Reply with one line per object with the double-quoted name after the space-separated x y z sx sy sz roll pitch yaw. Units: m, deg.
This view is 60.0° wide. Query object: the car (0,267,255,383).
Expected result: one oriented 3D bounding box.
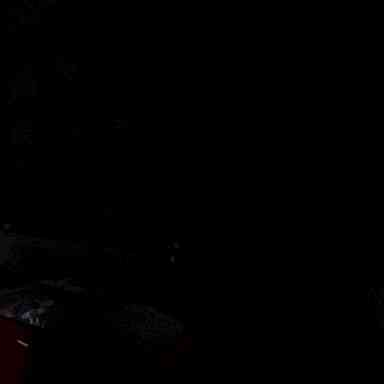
-1.343 1.579 3.920 4.206 1.307 1.802 0 0 35 "car"
